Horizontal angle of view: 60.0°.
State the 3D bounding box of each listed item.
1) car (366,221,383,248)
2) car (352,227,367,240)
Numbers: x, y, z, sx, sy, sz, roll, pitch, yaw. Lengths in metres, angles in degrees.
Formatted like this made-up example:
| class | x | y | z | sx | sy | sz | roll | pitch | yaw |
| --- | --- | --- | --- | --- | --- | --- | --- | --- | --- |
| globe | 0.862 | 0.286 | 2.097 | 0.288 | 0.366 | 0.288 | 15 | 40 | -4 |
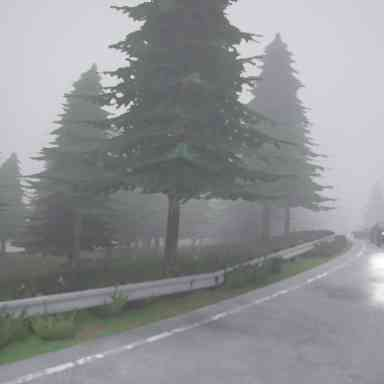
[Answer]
| class | x | y | z | sx | sy | sz | roll | pitch | yaw |
| --- | --- | --- | --- | --- | --- | --- | --- | --- | --- |
| car | 10.239 | 2.144 | 16.822 | 1.895 | 1.301 | 4.718 | 3 | -3 | 24 |
| car | 17.139 | 4.109 | 32.105 | 1.895 | 1.301 | 4.718 | 3 | -8 | 7 |
